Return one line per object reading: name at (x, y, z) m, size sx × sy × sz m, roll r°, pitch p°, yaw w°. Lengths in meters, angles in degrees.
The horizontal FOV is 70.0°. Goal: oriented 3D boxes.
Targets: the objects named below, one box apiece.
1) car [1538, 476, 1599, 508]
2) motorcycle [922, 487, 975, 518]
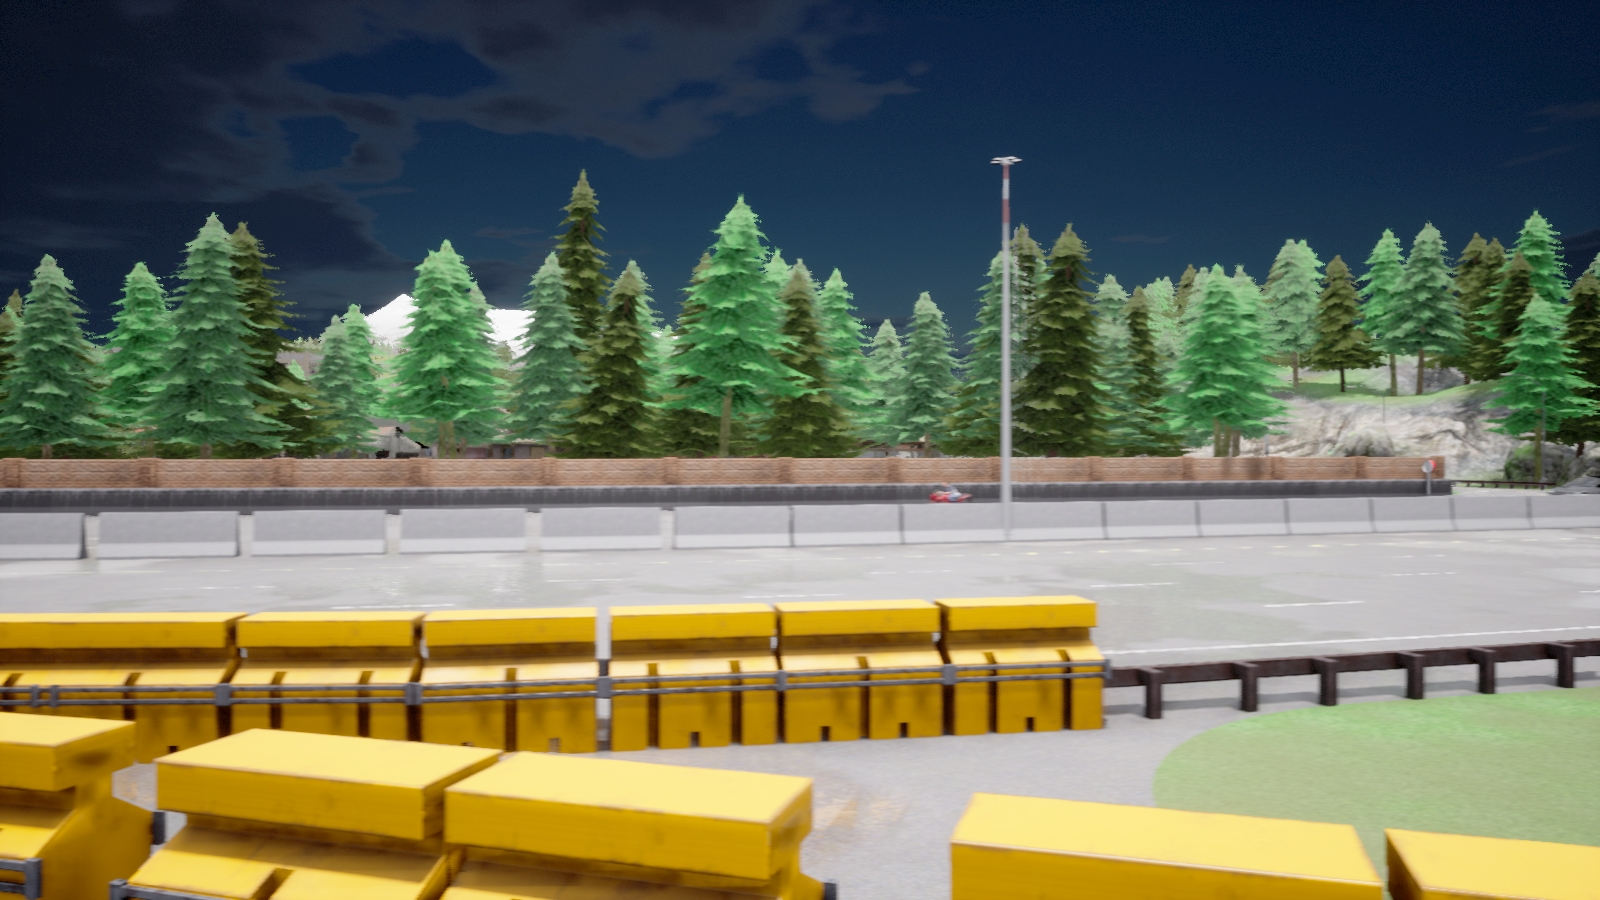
car at (39.548, 2.050, 56.796) m, size 4.792 × 1.488 × 2.163 m, roll 0°, pitch 0°, yaw -16°
motorcycle at (6.122, 2.168, 47.126) m, size 2.033 × 1.217 × 0.803 m, roll 0°, pitch 0°, yaw -16°
